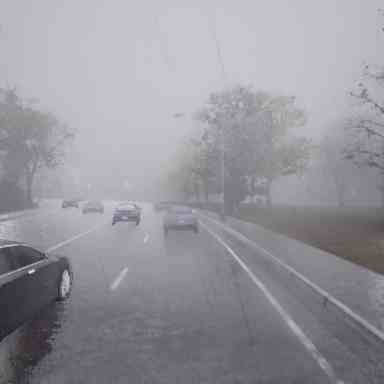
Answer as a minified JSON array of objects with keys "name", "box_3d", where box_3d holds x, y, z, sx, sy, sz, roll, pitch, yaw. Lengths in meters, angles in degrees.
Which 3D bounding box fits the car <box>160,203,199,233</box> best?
[{"name":"car","box_3d":[-0.727,1.569,19.791,1.994,1.385,4.181,0,0,-4]}]

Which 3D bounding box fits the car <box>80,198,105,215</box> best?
[{"name":"car","box_3d":[-9.925,1.571,33.814,1.994,1.385,4.181,0,0,-11]}]

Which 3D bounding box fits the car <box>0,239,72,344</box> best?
[{"name":"car","box_3d":[-3.494,1.508,5.372,1.837,1.490,4.892,0,0,-1]}]

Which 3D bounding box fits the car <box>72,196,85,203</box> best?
[{"name":"car","box_3d":[-24.546,1.557,71.834,1.895,1.301,4.718,0,0,-31]}]

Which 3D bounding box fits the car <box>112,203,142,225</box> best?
[{"name":"car","box_3d":[-4.669,1.533,24.177,1.812,1.442,4.674,0,0,-6]}]

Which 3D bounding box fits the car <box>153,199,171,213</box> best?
[{"name":"car","box_3d":[-3.296,1.503,37.277,2.128,1.511,4.902,0,0,-12]}]

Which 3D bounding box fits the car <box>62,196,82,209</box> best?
[{"name":"car","box_3d":[-16.247,1.567,44.654,1.994,1.385,4.181,0,0,-17]}]
